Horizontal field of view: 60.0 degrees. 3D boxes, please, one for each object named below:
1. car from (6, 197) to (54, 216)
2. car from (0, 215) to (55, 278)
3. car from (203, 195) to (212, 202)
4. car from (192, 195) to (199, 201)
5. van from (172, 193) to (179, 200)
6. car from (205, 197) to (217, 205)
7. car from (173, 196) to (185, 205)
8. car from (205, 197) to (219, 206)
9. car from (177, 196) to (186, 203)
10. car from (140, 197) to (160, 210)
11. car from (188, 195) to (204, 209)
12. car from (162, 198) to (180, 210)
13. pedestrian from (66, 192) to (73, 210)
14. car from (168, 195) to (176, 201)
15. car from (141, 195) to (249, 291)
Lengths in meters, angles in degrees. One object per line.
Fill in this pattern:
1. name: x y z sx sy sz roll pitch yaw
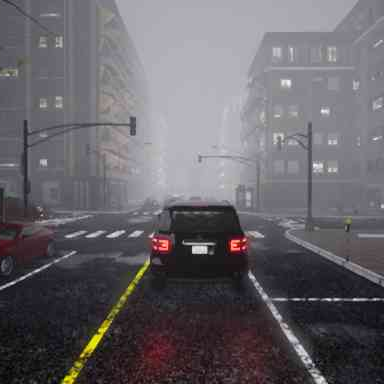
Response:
1. car: -12.606 1.157 24.523 4.553 1.767 2.097 1 0 4
2. car: -5.600 1.579 10.074 1.802 1.307 4.206 0 0 1
3. car: 3.473 1.425 76.220 1.967 1.590 4.097 0 0 1
4. car: 0.856 1.462 82.752 1.882 1.535 5.008 0 0 1
5. van: -4.730 1.323 93.229 1.690 1.788 3.998 0 0 1
6. car: 3.296 1.532 59.304 1.887 1.381 4.507 0 0 1
7. car: -2.428 1.551 61.649 1.994 1.385 4.181 0 0 1
8. car: 3.237 1.539 53.666 2.008 1.369 4.403 0 0 1
9. car: -2.259 1.509 71.954 1.812 1.442 4.674 0 0 1
10. car: -5.261 1.430 42.483 1.967 1.590 4.097 0 0 1
11. car: 0.527 1.341 44.531 2.097 1.767 4.553 0 0 1
12. car: -2.644 1.554 43.109 1.994 1.385 4.181 0 0 2
13. pedestrian: -12.374 0.895 33.550 0.375 1.860 0.375 0 -1 0
14. car: -4.849 1.509 81.782 1.752 1.417 4.829 0 0 1
15. car: 0.178 1.219 9.152 2.150 2.045 5.566 0 0 1
